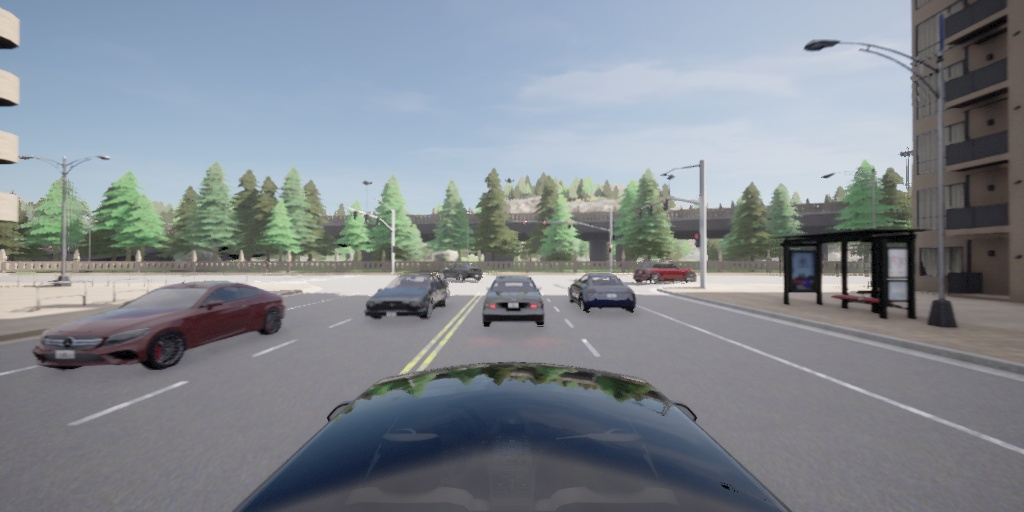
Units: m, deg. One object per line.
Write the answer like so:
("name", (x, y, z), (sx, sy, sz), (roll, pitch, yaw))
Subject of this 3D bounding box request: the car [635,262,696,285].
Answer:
("car", (11.771, 1.219, 27.570), (4.553, 1.767, 2.097), (0, 0, -14))

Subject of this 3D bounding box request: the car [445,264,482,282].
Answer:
("car", (-4.597, 1.425, 31.576), (1.837, 1.490, 4.892), (3, -2, -43))

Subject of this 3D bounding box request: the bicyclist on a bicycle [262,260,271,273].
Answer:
("bicyclist on a bicycle", (-29.469, 1.270, 43.033), (0.582, 1.620, 1.656), (0, 0, 1))

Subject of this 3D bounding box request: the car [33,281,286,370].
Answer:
("car", (-7.081, 1.317, 8.007), (1.812, 1.442, 4.674), (0, 0, 0))

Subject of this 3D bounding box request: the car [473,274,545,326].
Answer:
("car", (0.058, 1.365, 11.936), (2.033, 1.411, 5.357), (0, -1, 1))

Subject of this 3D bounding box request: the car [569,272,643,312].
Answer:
("car", (3.571, 1.402, 14.814), (1.994, 1.385, 4.181), (0, 0, 0))

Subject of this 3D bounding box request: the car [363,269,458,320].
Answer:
("car", (-3.568, 1.375, 13.301), (2.033, 1.411, 5.357), (0, 0, 0))
